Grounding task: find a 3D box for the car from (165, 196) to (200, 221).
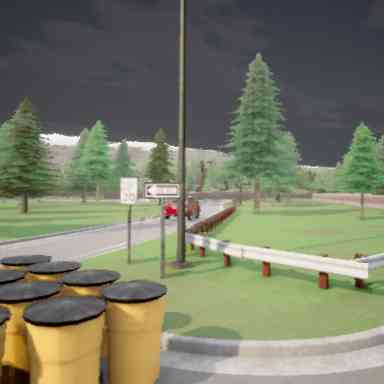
[{"bbox_3d":[-0.795,1.366,29.213,2.150,2.045,5.566,1,0,12],"label":"car"}]
